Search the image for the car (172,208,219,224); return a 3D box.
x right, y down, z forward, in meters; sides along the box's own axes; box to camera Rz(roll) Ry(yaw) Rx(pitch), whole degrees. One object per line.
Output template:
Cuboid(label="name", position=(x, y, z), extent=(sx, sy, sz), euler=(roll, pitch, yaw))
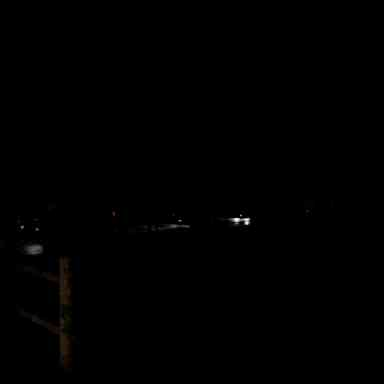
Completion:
Cuboid(label="car", position=(0.332, 2.036, 28.836), extent=(1.895, 1.301, 4.718), euler=(-1, -1, 36))

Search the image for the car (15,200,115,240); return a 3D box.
Cuboid(label="car", position=(-6.882, 1.449, 18.807), extent=(2.150, 2.045, 5.566), euler=(-1, -2, 34))

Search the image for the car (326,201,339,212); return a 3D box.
Cuboid(label="car", position=(22.583, 2.333, 54.415), extent=(2.097, 1.767, 4.553), euler=(-1, -1, 37))

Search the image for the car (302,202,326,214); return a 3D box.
Cuboid(label="car", position=(16.822, 2.340, 46.497), extent=(1.812, 1.442, 4.674), euler=(-1, -1, 36))

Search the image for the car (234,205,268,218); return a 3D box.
Cuboid(label="car", position=(6.827, 2.168, 37.739), extent=(2.033, 1.411, 5.357), euler=(-1, -1, 37))
